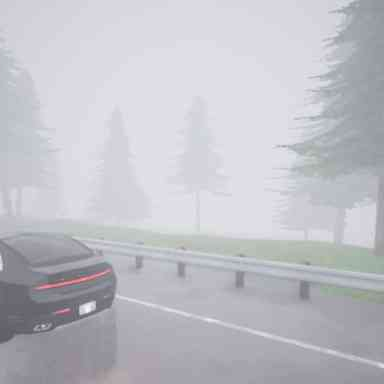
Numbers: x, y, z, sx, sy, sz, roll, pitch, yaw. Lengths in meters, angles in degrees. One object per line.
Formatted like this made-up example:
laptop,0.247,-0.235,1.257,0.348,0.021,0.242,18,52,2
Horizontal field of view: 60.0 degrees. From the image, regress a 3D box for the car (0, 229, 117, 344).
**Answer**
car,-3.563,1.472,6.332,4.892,1.490,1.837,0,0,34
